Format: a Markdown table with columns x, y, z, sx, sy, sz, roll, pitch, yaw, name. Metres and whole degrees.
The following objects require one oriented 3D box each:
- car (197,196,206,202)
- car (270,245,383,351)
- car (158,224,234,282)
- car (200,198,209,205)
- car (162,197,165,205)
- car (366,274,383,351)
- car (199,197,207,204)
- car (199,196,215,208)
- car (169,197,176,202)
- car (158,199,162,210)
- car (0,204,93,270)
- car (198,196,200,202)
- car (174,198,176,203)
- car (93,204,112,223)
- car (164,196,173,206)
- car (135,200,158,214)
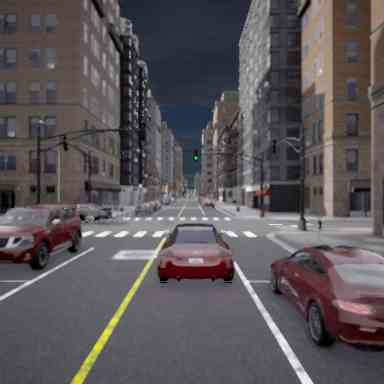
| x | y | z | sx | sy | sz | roll | pitch | yaw | name |
| --- | --- | --- | --- | --- | --- | --- | --- | --- | --- |
| 2.623 | 1.926 | 92.557 | 2.192 | 1.841 | 5.009 | 0 | 0 | 0 | car |
| 2.637 | 1.624 | 6.137 | 1.802 | 1.307 | 4.206 | 0 | 0 | 0 | car |
| 0.099 | 1.633 | 10.000 | 1.994 | 1.385 | 4.181 | 0 | 0 | 0 | car |
| 2.628 | 2.013 | 70.739 | 1.887 | 1.381 | 4.507 | 0 | 0 | 0 | car |
| -5.394 | 1.855 | 48.758 | 1.752 | 1.417 | 4.829 | 0 | 0 | 0 | car |
| 2.638 | 1.532 | 0.895 | 1.752 | 1.417 | 4.829 | 0 | 0 | 0 | car |
| 2.626 | 2.064 | 81.817 | 1.752 | 1.417 | 4.829 | 0 | 0 | 0 | car |
| 2.630 | 1.805 | 54.377 | 1.967 | 1.590 | 4.097 | 0 | 0 | 0 | car |
| -5.401 | 2.193 | 92.557 | 1.802 | 1.307 | 4.206 | 0 | 0 | 0 | car |
| -5.393 | 1.840 | 43.475 | 1.887 | 1.381 | 4.507 | 0 | 0 | 0 | car |
| -5.388 | 1.395 | 11.559 | 2.192 | 1.841 | 5.009 | 0 | 0 | 0 | car |
| 2.629 | 1.874 | 65.286 | 1.967 | 1.590 | 4.097 | 0 | 0 | 0 | car |
| -5.400 | 2.098 | 86.934 | 1.752 | 1.417 | 4.829 | 0 | 0 | 0 | car |
| -8.668 | 1.640 | 25.803 | 4.902 | 1.511 | 2.128 | 0 | -1 | 14 | car |
| -5.396 | 2.001 | 65.290 | 1.947 | 1.339 | 4.313 | 0 | 0 | 0 | car |
| -5.392 | 1.810 | 38.020 | 2.008 | 1.369 | 4.403 | 0 | 0 | 0 | car |
